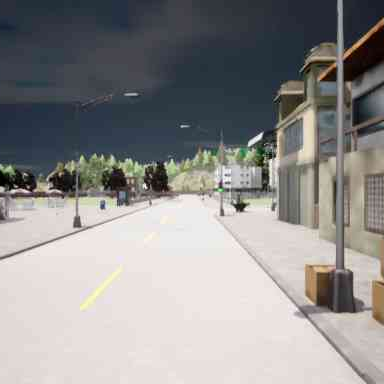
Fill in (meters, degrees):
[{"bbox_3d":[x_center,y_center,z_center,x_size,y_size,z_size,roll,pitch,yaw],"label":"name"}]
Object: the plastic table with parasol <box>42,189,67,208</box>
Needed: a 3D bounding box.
[{"bbox_3d":[-19.169,0.875,46.393,2.482,2.480,2.482,0,0,0],"label":"plastic table with parasol"}]
